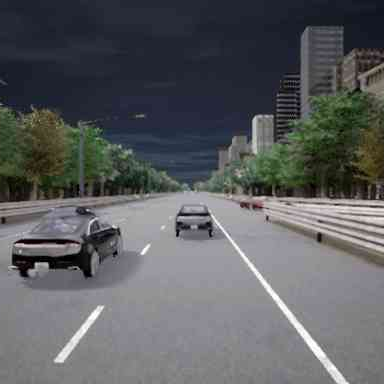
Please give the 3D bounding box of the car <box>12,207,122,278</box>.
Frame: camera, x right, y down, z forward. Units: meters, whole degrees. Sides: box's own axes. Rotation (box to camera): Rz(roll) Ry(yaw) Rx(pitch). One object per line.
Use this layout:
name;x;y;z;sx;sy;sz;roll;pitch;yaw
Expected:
car;-3.399;1.433;9.944;2.128;1.511;4.902;0;0;0

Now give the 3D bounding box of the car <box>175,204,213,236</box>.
car;0.100;1.388;17.800;2.128;1.511;4.902;0;0;0

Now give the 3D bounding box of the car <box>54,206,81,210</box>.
car;-6.896;1.455;18.917;1.994;1.385;4.181;0;0;0

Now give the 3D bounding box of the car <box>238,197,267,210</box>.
car;7.111;1.336;38.887;2.163;1.488;4.792;0;0;-17
